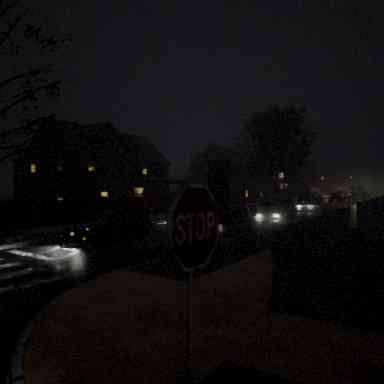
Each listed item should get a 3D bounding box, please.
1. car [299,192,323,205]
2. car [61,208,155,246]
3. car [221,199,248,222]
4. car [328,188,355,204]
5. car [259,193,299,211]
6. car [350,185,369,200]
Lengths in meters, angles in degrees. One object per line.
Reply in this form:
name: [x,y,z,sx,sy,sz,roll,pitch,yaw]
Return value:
car: [13.922,0.674,39.043,2.033,1.411,5.357,0,1,36]
car: [-3.526,1.395,14.568,1.994,1.385,4.181,0,1,35]
car: [2.129,1.166,22.519,1.994,1.385,4.181,0,1,36]
car: [17.284,0.599,38.757,1.837,1.490,4.892,0,2,35]
car: [7.833,0.849,30.531,1.882,1.535,5.008,0,1,35]
car: [24.471,0.028,48.860,2.150,2.045,5.566,0,1,35]
